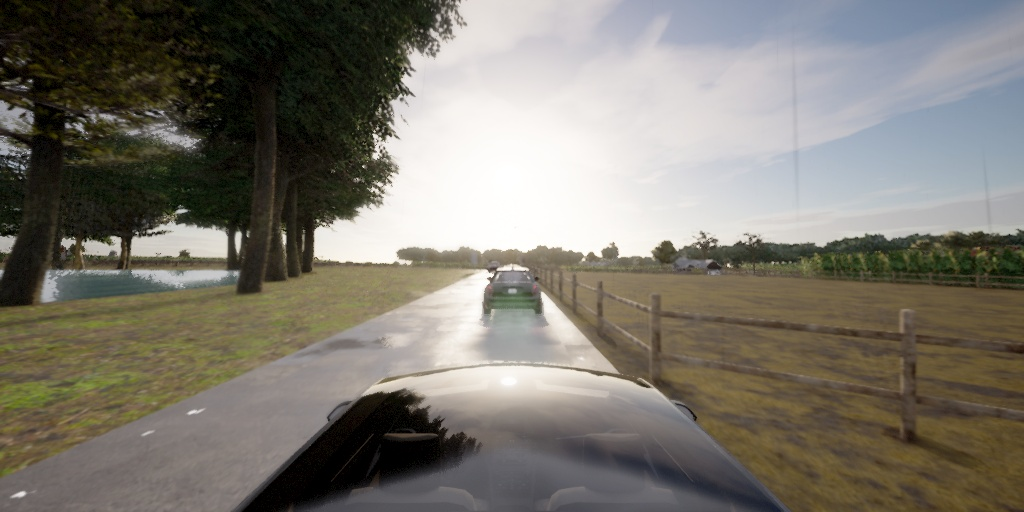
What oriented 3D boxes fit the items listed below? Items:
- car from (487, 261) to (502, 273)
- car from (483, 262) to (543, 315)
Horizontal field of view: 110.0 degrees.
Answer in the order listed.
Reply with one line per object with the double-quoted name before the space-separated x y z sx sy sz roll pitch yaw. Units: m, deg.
"car" -2.782 1.678 56.519 2.097 1.767 4.553 0 -1 1
"car" 0.045 1.229 14.302 2.097 1.767 4.553 0 -1 1
